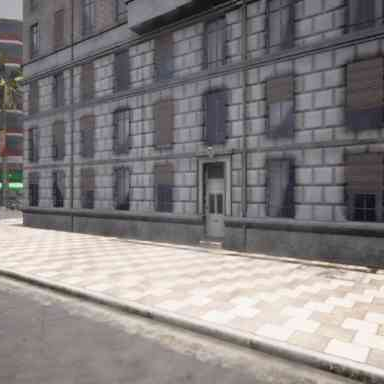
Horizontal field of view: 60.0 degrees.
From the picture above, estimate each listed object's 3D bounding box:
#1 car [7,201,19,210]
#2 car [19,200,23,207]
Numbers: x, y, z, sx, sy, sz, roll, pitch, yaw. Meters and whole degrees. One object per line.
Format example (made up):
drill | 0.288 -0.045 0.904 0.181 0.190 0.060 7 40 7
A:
car | -20.842 1.564 41.796 1.994 1.385 4.181 0 0 36
car | -17.746 1.526 40.112 1.812 1.442 4.674 0 0 36
